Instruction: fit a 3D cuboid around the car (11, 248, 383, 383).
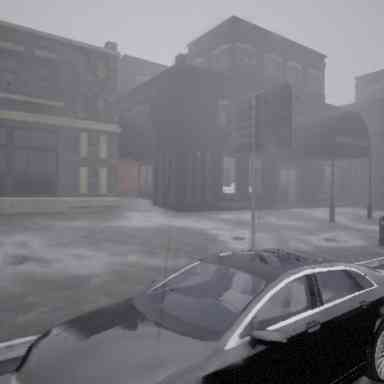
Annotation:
[{"bbox_3d":[0.659,1.497,3.848,4.902,1.511,2.128,0,0,-36],"label":"car"}]
